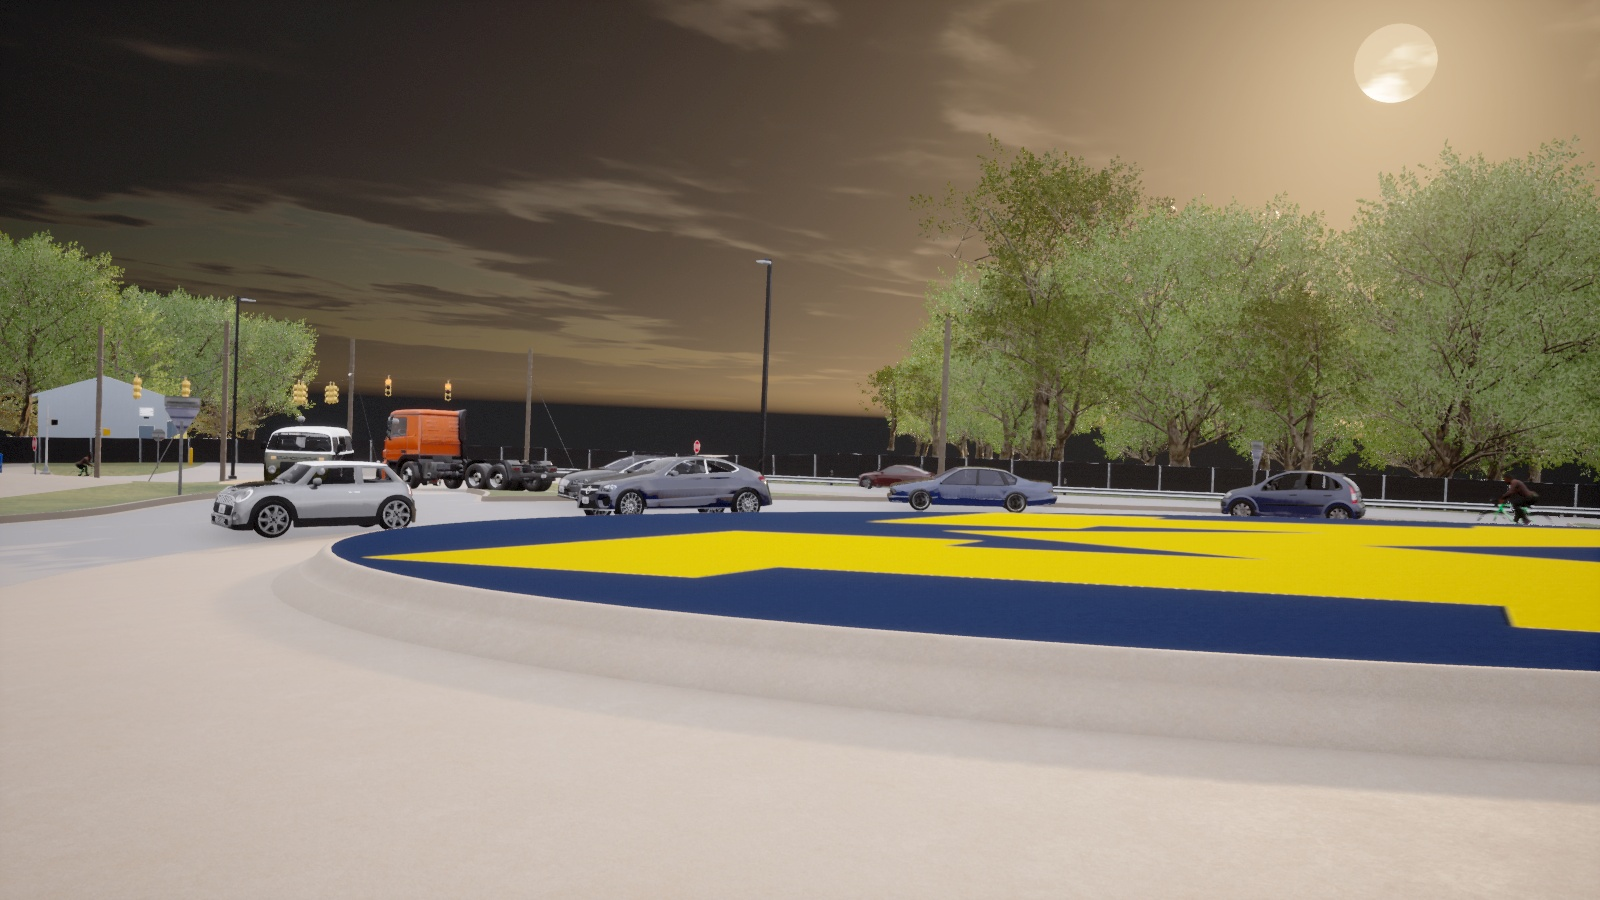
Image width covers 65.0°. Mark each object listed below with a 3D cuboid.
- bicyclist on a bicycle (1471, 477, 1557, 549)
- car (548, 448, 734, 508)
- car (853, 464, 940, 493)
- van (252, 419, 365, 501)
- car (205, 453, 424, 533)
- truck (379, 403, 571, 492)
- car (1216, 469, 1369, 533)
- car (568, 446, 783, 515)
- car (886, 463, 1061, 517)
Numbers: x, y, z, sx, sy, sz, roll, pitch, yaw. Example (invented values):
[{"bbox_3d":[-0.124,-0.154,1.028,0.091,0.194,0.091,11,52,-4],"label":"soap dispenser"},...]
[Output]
[{"bbox_3d":[17.154,1.506,30.189,1.656,1.620,0.582,1,-5,41],"label":"bicyclist on a bicycle"},{"bbox_3d":[-4.639,0.829,36.848,4.902,1.511,2.128,2,2,-30],"label":"car"},{"bbox_3d":[5.633,1.643,73.145,4.674,1.442,1.812,2,1,26],"label":"car"},{"bbox_3d":[-13.519,0.253,34.790,2.069,2.038,4.480,3,0,-11],"label":"van"},{"bbox_3d":[-10.116,0.857,26.275,3.806,1.475,1.970,1,2,-40],"label":"car"},{"bbox_3d":[-13.634,-0.134,52.393,7.936,3.462,2.891,1,-1,31],"label":"truck"},{"bbox_3d":[14.697,1.478,37.501,3.988,1.617,1.851,2,1,30],"label":"car"},{"bbox_3d":[-3.148,0.800,32.222,5.027,1.651,2.152,2,-1,-33],"label":"car"},{"bbox_3d":[5.475,1.270,40.172,5.357,1.411,2.033,2,2,3],"label":"car"}]
